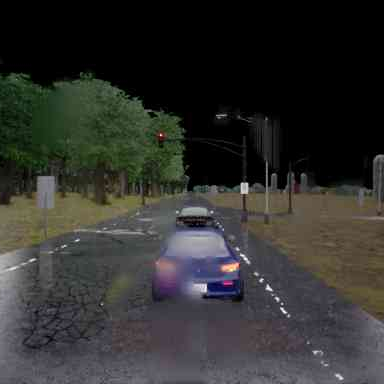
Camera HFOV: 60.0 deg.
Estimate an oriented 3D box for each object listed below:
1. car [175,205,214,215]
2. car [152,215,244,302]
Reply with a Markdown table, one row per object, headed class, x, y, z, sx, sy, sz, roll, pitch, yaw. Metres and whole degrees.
| class | x | y | z | sx | sy | sz | roll | pitch | yaw |
| --- | --- | --- | --- | --- | --- | --- | --- | --- | --- |
| car | 0.134 | 1.432 | 17.411 | 1.882 | 1.535 | 5.008 | 0 | 0 | 0 |
| car | 0.120 | 1.516 | 8.132 | 1.812 | 1.442 | 4.674 | 0 | 0 | 0 |
